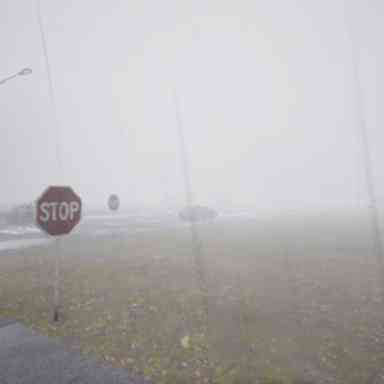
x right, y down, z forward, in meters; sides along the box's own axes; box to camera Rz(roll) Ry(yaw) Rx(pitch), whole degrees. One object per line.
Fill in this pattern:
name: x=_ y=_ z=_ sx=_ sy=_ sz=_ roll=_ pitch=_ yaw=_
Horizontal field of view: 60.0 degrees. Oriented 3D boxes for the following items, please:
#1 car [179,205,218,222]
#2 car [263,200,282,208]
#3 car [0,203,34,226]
car: x=0.642 y=1.887 z=30.494 sx=1.994 sy=1.385 sz=4.181 roll=1 pitch=0 yaw=36
car: x=15.149 y=2.227 z=62.602 sx=1.895 sy=1.301 sz=4.718 roll=1 pitch=0 yaw=36
car: x=-12.503 y=1.604 z=24.224 sx=1.882 sy=1.535 sz=5.008 roll=1 pitch=1 yaw=36
